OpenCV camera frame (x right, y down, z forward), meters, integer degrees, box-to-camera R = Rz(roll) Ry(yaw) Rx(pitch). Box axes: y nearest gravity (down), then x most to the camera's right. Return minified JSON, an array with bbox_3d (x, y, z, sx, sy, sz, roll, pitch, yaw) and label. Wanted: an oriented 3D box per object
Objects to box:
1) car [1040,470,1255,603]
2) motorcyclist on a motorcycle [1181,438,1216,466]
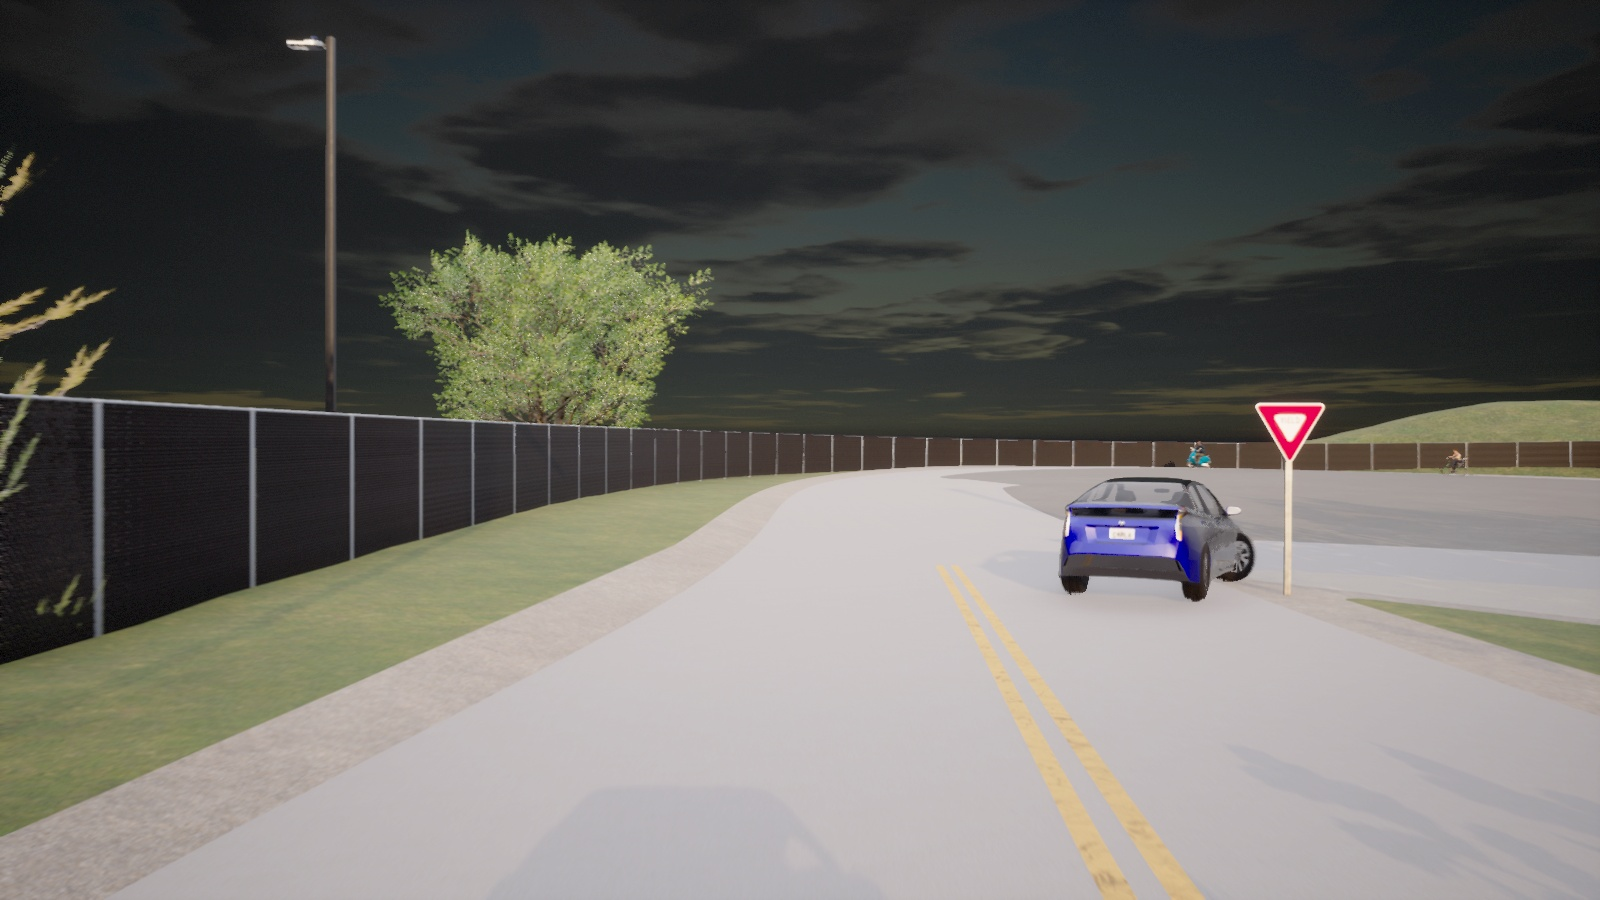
[{"bbox_3d":[4.942,1.063,17.373,2.007,1.525,4.514,0,0,27],"label":"car"},{"bbox_3d":[23.321,0.109,73.517,1.817,1.590,0.866,1,1,-25],"label":"motorcyclist on a motorcycle"}]
